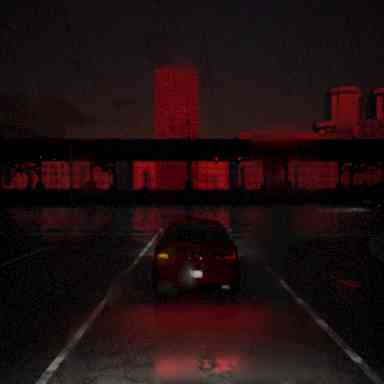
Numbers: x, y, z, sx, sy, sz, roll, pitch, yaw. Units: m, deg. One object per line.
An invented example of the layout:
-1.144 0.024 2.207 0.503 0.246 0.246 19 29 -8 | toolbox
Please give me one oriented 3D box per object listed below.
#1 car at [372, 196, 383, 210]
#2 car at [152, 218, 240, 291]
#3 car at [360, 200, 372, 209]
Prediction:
22.325 1.168 35.219 4.902 1.511 2.128 -1 0 1 | car
0.092 1.427 8.921 1.882 1.535 5.008 0 0 0 | car
22.162 1.187 38.727 4.674 1.442 1.812 0 0 2 | car
